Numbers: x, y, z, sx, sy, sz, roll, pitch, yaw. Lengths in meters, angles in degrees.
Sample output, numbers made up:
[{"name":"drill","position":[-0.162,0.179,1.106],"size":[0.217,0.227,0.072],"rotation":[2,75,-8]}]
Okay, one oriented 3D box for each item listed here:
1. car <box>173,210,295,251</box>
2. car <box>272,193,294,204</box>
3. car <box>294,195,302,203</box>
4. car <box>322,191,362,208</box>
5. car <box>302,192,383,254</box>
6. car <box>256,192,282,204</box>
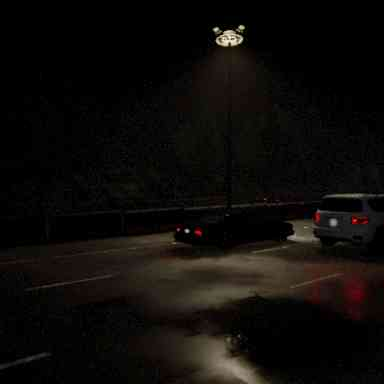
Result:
[{"name":"car","position":[1.867,1.455,13.693],"size":[5.357,1.411,2.033],"rotation":[-1,1,-35]},{"name":"car","position":[13.135,1.069,43.436],"size":[4.718,1.301,1.895],"rotation":[-1,1,-35]},{"name":"car","position":[14.904,1.000,40.399],"size":[4.674,1.442,1.812],"rotation":[-2,1,-35]},{"name":"car","position":[17.038,0.824,37.622],"size":[4.553,1.767,2.097],"rotation":[-2,1,-35]},{"name":"car","position":[7.107,1.080,13.118],"size":[5.566,2.045,2.150],"rotation":[-1,1,-35]},{"name":"car","position":[10.952,0.824,46.173],"size":[4.553,1.767,2.097],"rotation":[-2,1,-35]}]
